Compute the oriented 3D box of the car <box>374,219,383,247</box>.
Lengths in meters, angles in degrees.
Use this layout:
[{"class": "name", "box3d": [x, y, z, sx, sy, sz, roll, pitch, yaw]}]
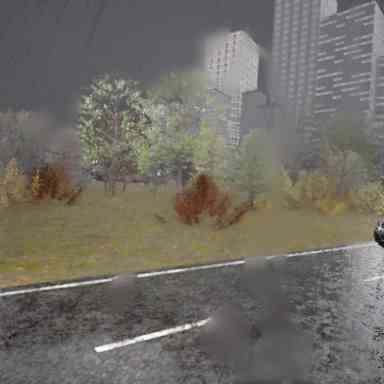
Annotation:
[{"class": "car", "box3d": [10.599, 1.483, 15.210, 5.566, 2.045, 2.150, 0, -1, -35]}]
